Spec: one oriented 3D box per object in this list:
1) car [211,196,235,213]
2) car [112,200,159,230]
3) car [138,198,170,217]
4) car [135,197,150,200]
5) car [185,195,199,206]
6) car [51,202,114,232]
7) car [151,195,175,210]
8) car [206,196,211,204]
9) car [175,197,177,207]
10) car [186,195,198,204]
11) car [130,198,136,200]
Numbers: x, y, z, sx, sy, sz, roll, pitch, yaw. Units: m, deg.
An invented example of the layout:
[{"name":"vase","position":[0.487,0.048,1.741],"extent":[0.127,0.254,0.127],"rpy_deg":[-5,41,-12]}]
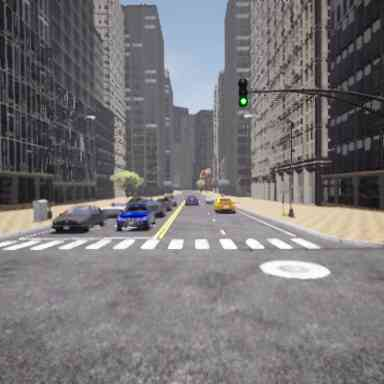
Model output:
[{"name":"car","position":[3.358,1.298,34.874],"extent":[1.882,1.535,5.008],"rpy_deg":[-1,0,0]},{"name":"car","position":[-3.339,1.441,20.553],"extent":[1.812,1.442,4.674],"rpy_deg":[-1,0,0]},{"name":"car","position":[-3.320,1.462,29.298],"extent":[1.994,1.385,4.181],"rpy_deg":[-1,0,1]},{"name":"car","position":[-6.500,1.413,39.031],"extent":[1.837,1.490,4.892],"rpy_deg":[-1,0,0]},{"name":"car","position":[0.013,1.168,51.631],"extent":[2.097,1.767,4.553],"rpy_deg":[-1,0,0]},{"name":"car","position":[-6.584,1.496,20.123],"extent":[2.033,1.411,5.357],"rpy_deg":[-1,0,0]},{"name":"car","position":[-3.262,1.404,37.888],"extent":[1.812,1.442,4.674],"rpy_deg":[-1,0,1]},{"name":"car","position":[3.325,1.369,57.793],"extent":[1.895,1.301,4.718],"rpy_deg":[-1,0,0]},{"name":"car","position":[-3.240,1.208,48.177],"extent":[2.097,1.767,4.553],"rpy_deg":[-1,0,0]},{"name":"car","position":[0.018,1.282,61.665],"extent":[2.128,1.511,4.902],"rpy_deg":[-1,0,0]},{"name":"car","position":[-6.575,1.530,29.710],"extent":[1.895,1.301,4.718],"rpy_deg":[-1,0,0]}]
